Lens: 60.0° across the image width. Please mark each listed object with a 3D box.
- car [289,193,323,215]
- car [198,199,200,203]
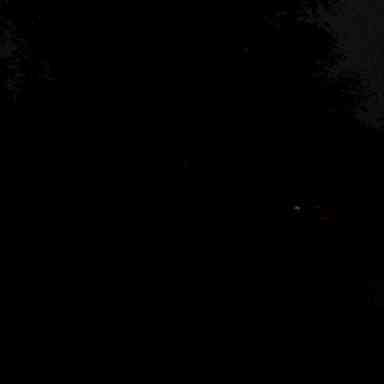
[{"bbox_3d":[7.578,0.803,25.623,1.882,1.535,5.008,1,2,-33],"label":"car"},{"bbox_3d":[2.520,0.554,27.016,1.882,1.535,5.008,1,2,-35],"label":"car"}]
